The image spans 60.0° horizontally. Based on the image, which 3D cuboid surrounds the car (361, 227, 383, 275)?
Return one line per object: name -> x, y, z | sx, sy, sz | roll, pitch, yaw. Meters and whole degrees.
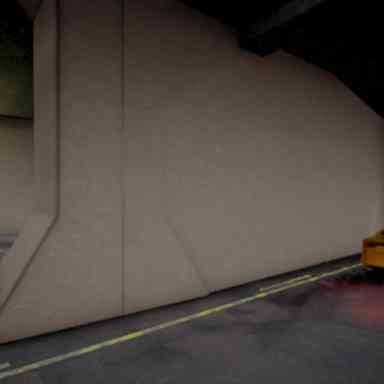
car -> 6.673, 1.496, 9.430 | 5.008, 1.535, 1.882 | 0, 0, -39
